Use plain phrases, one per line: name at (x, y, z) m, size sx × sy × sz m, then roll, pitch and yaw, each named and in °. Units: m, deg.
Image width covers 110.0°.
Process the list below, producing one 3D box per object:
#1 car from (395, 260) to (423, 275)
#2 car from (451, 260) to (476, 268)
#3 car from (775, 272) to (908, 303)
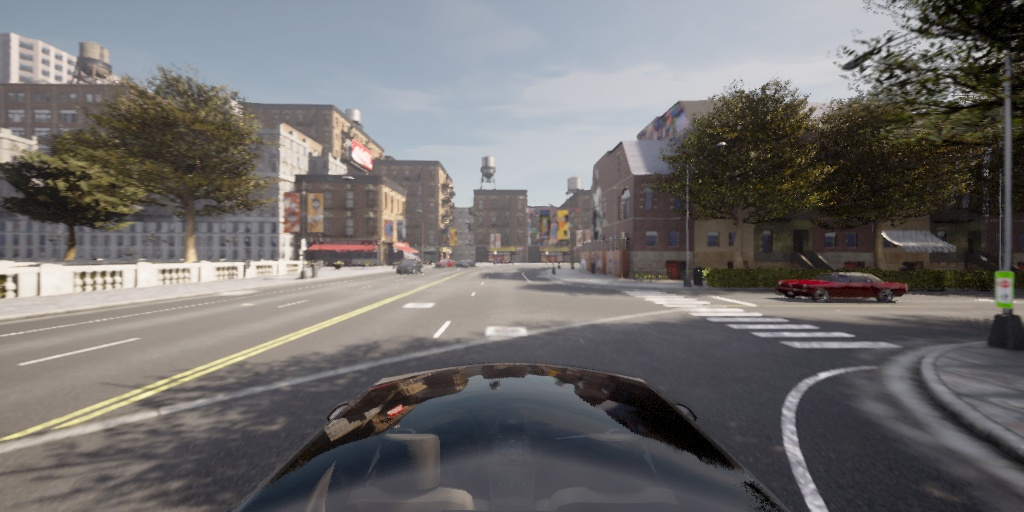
car at (-10.931, 1.201, 38.534) m, size 1.837 × 1.490 × 4.892 m, roll 0°, pitch 0°, yaw 2°
car at (-7.504, 1.275, 58.045) m, size 1.994 × 1.385 × 4.181 m, roll 0°, pitch 0°, yaw 20°
car at (15.073, 1.422, 16.629) m, size 4.718 × 1.301 × 1.895 m, roll 0°, pitch 0°, yaw -1°
